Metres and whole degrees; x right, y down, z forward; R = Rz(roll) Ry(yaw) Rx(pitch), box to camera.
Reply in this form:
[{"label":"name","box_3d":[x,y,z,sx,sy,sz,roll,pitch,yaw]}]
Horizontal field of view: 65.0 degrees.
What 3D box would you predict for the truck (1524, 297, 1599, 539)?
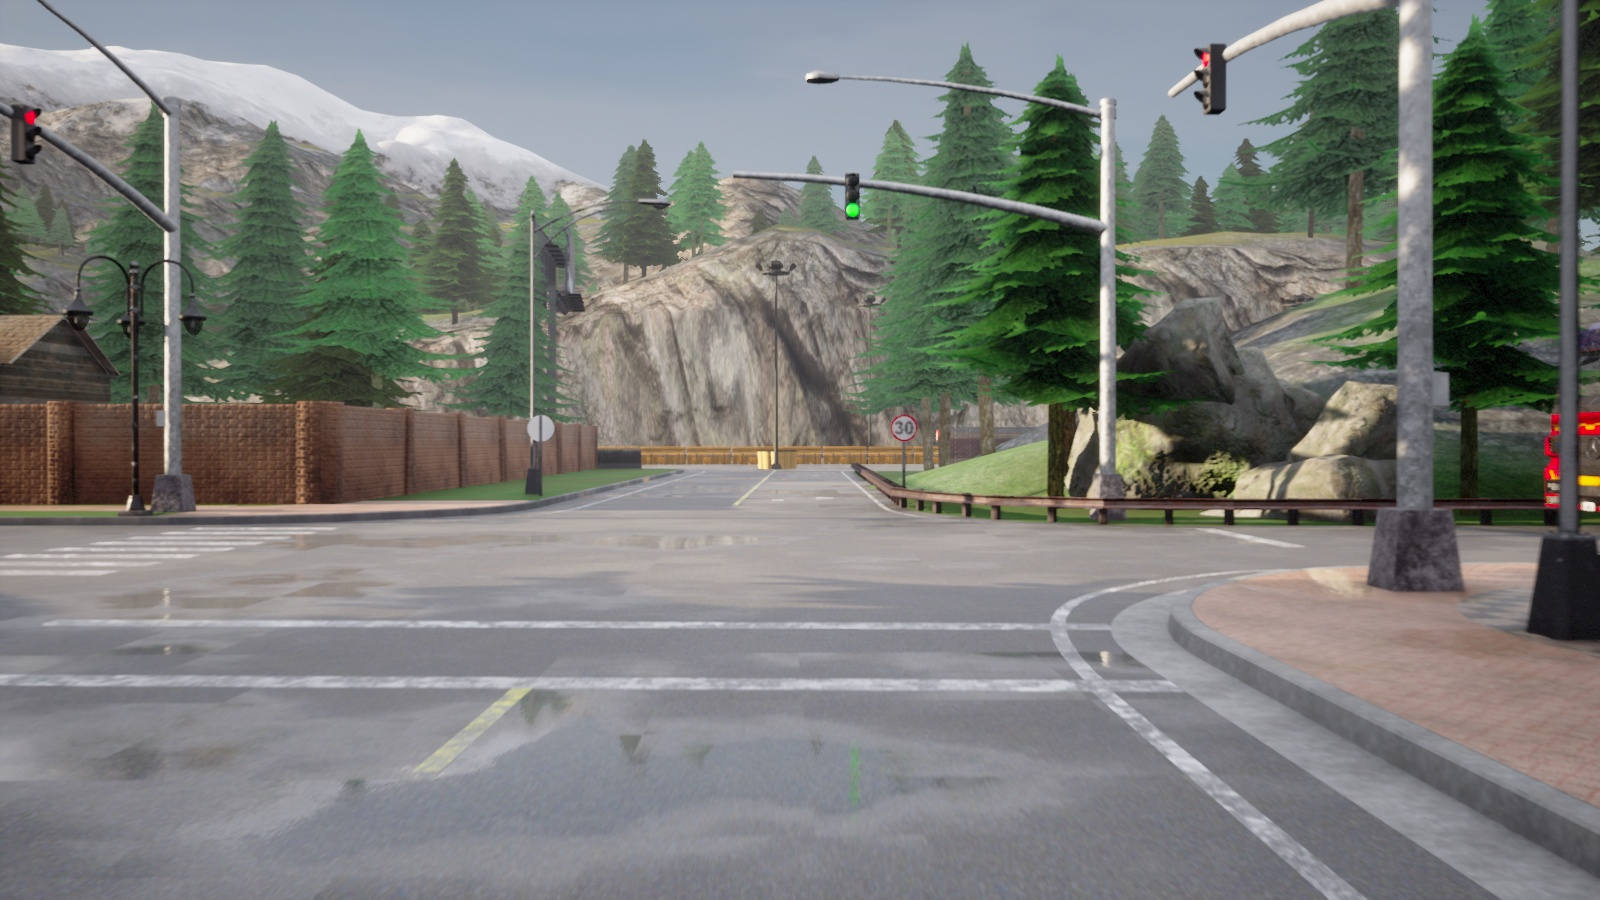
[{"label":"truck","box_3d":[16.837,-0.504,20.407,8.468,3.827,2.891,0,0,0]}]
